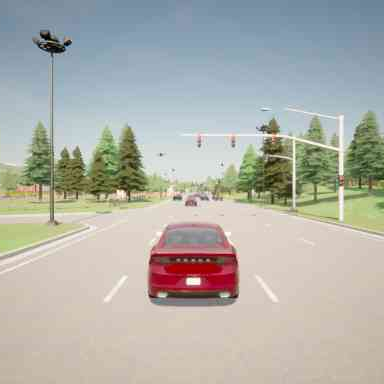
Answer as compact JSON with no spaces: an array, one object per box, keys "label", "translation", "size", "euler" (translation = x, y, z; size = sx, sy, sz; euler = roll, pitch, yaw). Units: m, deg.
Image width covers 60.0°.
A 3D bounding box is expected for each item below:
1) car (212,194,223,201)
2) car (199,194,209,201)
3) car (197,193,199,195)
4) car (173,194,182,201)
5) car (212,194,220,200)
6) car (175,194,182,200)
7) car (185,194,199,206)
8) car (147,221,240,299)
[{"label":"car","translation":[6.762,1.516,83.778],"size":[2.128,1.511,4.902],"euler":[0,0,0]},{"label":"car","translation":[3.261,1.516,84.184],"size":[1.812,1.442,4.674],"euler":[0,0,0]},{"label":"car","translation":[3.232,1.357,94.187],"size":[2.128,1.511,4.902],"euler":[0,0,0]},{"label":"car","translation":[-3.738,1.469,83.747],"size":[1.882,1.535,5.008],"euler":[0,0,0]},{"label":"car","translation":[6.732,1.372,94.197],"size":[2.033,1.411,5.357],"euler":[0,0,0]},{"label":"car","translation":[-3.768,1.310,94.167],"size":[1.882,1.535,5.008],"euler":[0,0,0]},{"label":"car","translation":[-0.150,1.525,53.145],"size":[1.812,1.442,4.674],"euler":[0,0,0]},{"label":"car","translation":[0.039,1.478,8.542],"size":[1.882,1.535,5.008],"euler":[0,0,0]}]
